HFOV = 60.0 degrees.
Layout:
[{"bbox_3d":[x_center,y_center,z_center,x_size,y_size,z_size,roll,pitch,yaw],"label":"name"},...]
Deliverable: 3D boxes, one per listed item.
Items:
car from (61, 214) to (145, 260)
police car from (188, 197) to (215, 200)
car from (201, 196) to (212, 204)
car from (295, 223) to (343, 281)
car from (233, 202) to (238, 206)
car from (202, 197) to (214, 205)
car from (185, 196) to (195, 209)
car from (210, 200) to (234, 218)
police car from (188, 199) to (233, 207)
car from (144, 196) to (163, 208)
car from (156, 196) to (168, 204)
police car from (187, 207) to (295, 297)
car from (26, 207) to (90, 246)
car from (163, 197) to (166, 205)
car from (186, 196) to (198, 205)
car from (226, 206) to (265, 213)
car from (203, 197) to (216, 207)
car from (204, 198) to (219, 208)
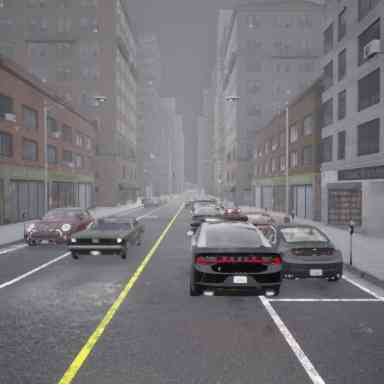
[{"bbox_3d":[-3.005,1.599,12.589,1.895,1.301,4.718,0,0,0],"label":"car"},{"bbox_3d":[0.892,1.426,24.762,1.930,1.638,5.238,0,0,0],"label":"police car"},{"bbox_3d":[2.736,1.567,64.602,1.887,1.381,4.507,-1,0,0],"label":"car"},{"bbox_3d":[2.748,1.549,9.550,2.008,1.369,4.403,-1,0,0],"label":"car"},{"bbox_3d":[2.743,1.441,26.066,1.967,1.590,4.097,-1,0,0],"label":"car"},{"bbox_3d":[2.737,1.563,59.096,1.887,1.381,4.507,-1,0,0],"label":"car"},{"bbox_3d":[-0.001,1.535,45.195,1.812,1.442,4.674,0,0,0],"label":"car"},{"bbox_3d":[2.743,1.548,31.571,1.887,1.381,4.507,-1,0,0],"label":"car"},{"bbox_3d":[0.890,1.425,18.762,1.930,1.638,5.238,0,0,0],"label":"police car"},{"bbox_3d":[-5.787,1.451,48.084,1.967,1.590,4.097,-1,0,0],"label":"car"},{"bbox_3d":[-5.789,1.567,64.600,1.887,1.381,4.507,-1,0,0],"label":"car"},{"bbox_3d":[0.896,1.424,8.761,1.930,1.638,5.238,0,0,0],"label":"police car"},{"bbox_3d":[-5.780,1.439,15.053,1.967,1.590,4.097,-1,0,0],"label":"car"},{"bbox_3d":[-5.787,1.580,53.590,1.947,1.339,4.313,-1,0,0],"label":"car"},{"bbox_3d":[-0.015,1.510,58.960,2.128,1.511,4.902,0,0,0],"label":"car"},{"bbox_3d":[2.747,1.544,15.055,1.887,1.381,4.507,-1,0,0],"label":"car"},{"bbox_3d":[2.738,1.559,53.591,1.887,1.381,4.507,-1,0,0],"label":"car"},{"bbox_3d":[2.740,1.577,48.086,1.947,1.339,4.313,-1,0,0],"label":"car"}]
